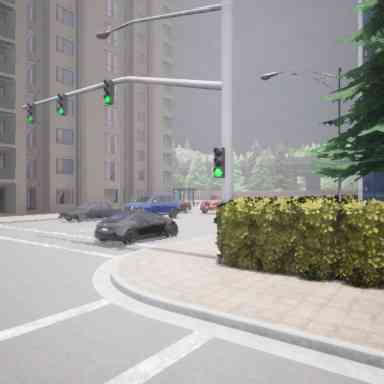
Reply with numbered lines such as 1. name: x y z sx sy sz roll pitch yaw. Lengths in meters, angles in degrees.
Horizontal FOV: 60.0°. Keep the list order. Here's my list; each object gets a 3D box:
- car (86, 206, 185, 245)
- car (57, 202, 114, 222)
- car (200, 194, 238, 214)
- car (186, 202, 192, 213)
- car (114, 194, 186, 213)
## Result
1. car: -2.517 1.564 15.728 1.994 1.385 4.181 0 0 36
2. car: -7.859 1.547 26.545 2.033 1.411 5.357 0 0 36
3. car: 3.109 1.221 35.563 2.150 2.045 5.566 0 0 36
4. car: -2.053 1.478 34.453 1.882 1.535 5.008 0 0 36
5. car: -3.237 1.221 26.930 2.150 2.045 5.566 0 0 36
